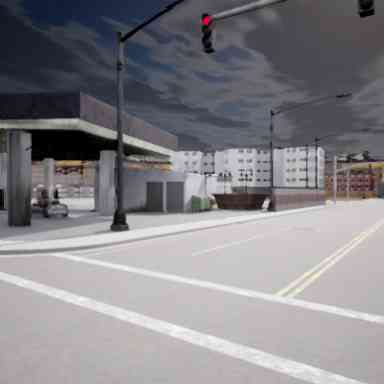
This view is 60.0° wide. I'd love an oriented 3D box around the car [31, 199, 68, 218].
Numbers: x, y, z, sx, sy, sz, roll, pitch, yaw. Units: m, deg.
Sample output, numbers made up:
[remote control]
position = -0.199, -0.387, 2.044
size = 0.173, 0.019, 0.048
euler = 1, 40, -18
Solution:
[car]
position = -11.879, 1.305, 27.022
size = 3.806, 1.475, 1.970
euler = 0, 0, 36
